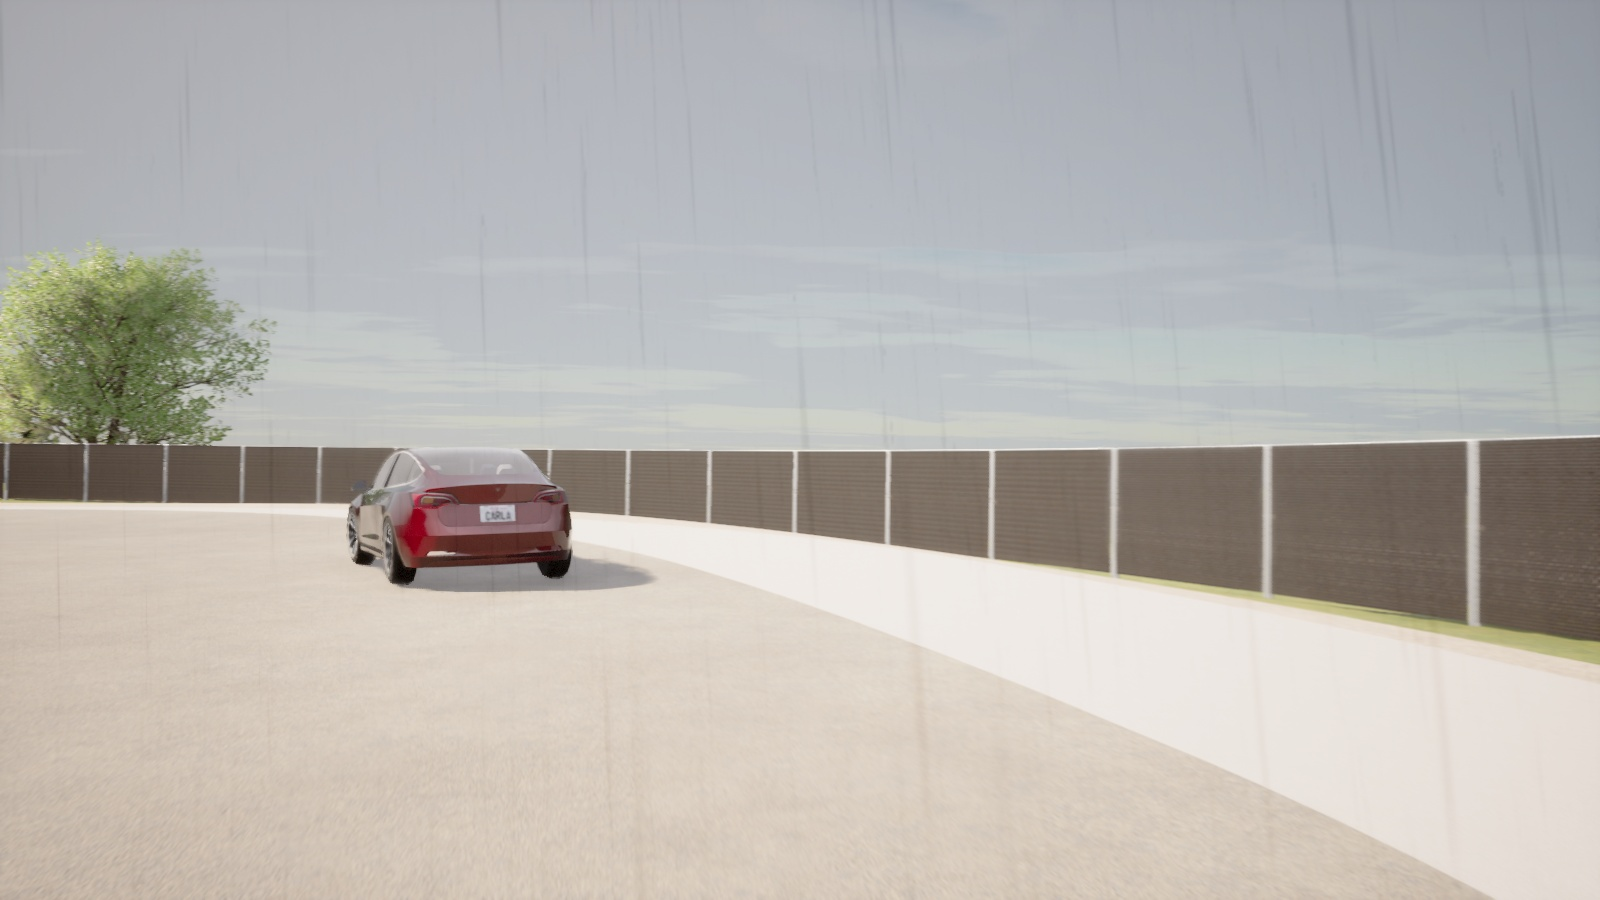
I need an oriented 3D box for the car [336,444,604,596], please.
[{"bbox_3d":[-4.144,0.696,15.093,2.163,1.488,4.792,-1,0,-27],"label":"car"}]
